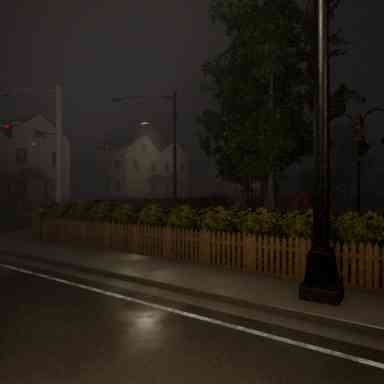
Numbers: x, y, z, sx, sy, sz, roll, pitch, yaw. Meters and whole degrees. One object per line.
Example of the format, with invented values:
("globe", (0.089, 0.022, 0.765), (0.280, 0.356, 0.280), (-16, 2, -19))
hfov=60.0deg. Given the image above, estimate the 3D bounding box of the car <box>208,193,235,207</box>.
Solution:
("car", (4.256, 1.221, 48.838), (2.150, 2.045, 5.566), (0, 0, 35))
